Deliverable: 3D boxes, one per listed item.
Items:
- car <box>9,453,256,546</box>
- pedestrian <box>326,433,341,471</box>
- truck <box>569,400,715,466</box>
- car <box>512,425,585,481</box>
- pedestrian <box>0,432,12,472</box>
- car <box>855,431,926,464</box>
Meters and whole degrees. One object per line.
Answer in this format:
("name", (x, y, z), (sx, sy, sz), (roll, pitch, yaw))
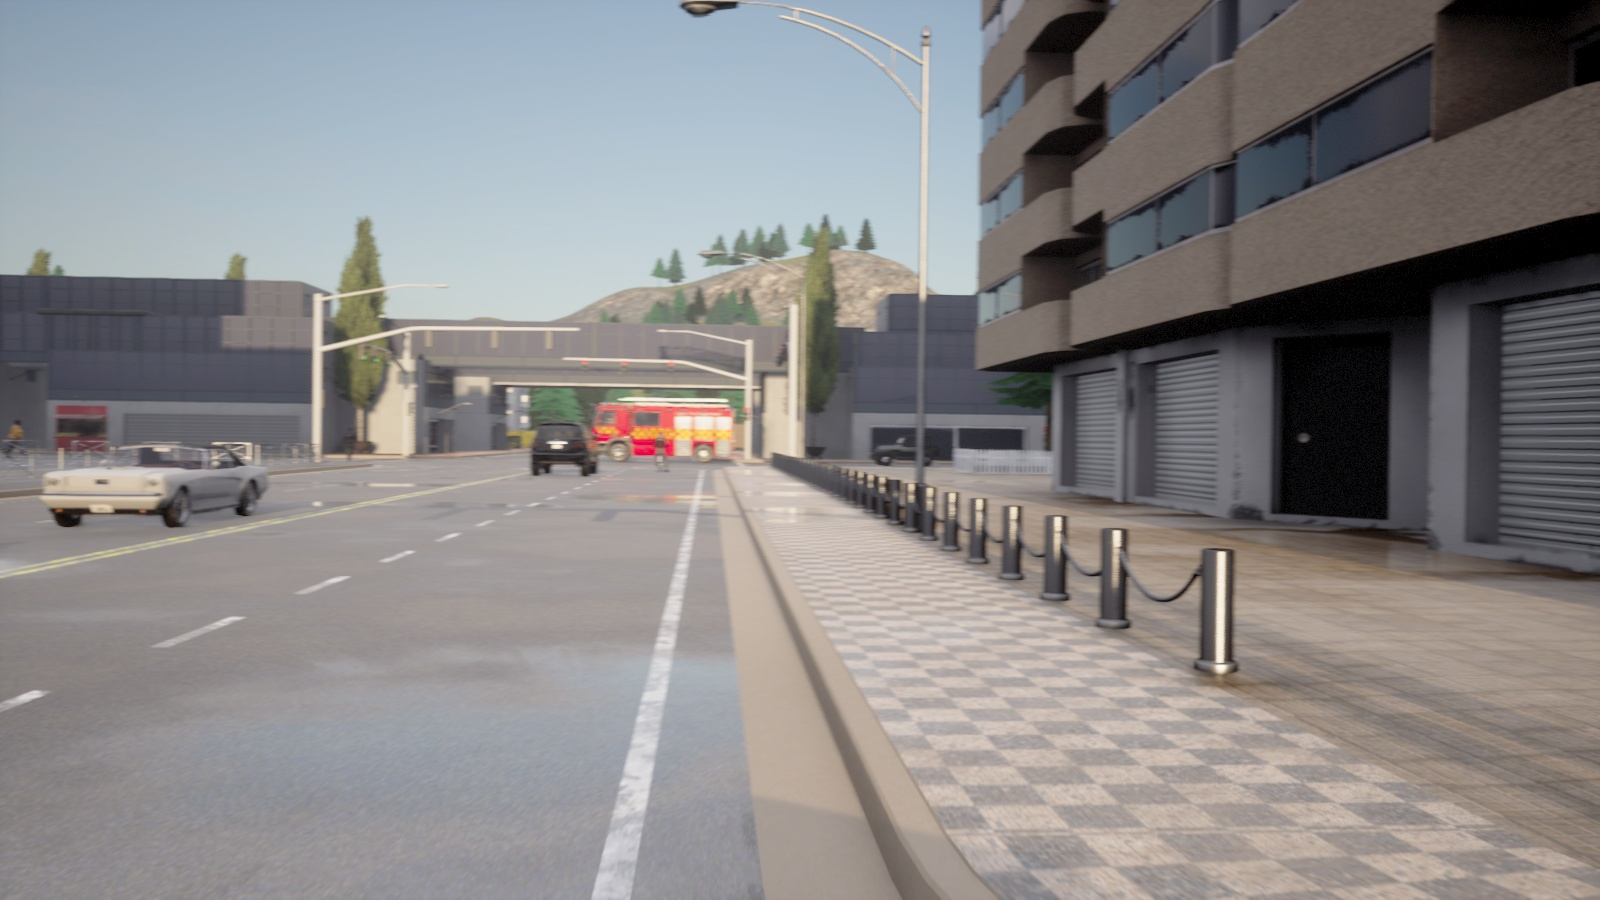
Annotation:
("car", (-10.785, 0.728, 20.735), (1.895, 1.301, 4.718), (0, 1, -5))
("pedestrian", (-23.689, 0.090, 63.728), (0.563, 1.883, 0.849), (0, 1, -11))
("truck", (-9.393, -1.045, 75.059), (8.468, 3.827, 2.891), (0, 1, -5))
("car", (-9.615, 0.085, 48.441), (2.150, 2.045, 5.566), (0, 1, -5))
("pedestrian", (-37.393, 0.084, 58.448), (0.900, 1.855, 0.874), (0, 1, -2))
("car", (5.227, -0.144, 72.842), (3.866, 1.878, 1.905), (0, 1, -5))
